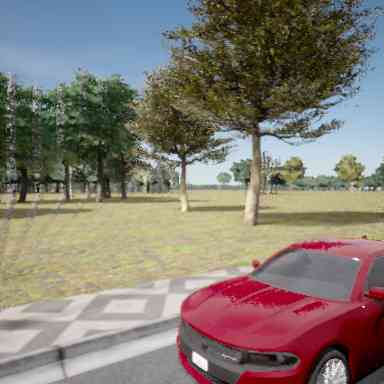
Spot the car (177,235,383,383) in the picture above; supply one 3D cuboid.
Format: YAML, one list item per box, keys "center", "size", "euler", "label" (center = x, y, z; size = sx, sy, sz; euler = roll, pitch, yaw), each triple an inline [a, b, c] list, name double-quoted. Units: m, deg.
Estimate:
- center: [2.114, 1.466, 4.886]
  size: [5.008, 1.535, 1.882]
  euler: [0, 0, -36]
  label: "car"
